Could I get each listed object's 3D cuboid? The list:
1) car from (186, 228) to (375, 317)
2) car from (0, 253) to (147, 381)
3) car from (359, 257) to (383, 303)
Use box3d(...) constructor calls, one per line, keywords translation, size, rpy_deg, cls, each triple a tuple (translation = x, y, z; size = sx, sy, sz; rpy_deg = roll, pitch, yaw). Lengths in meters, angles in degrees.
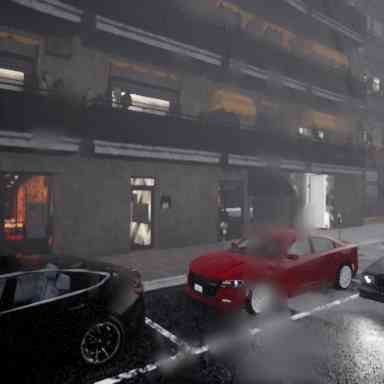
box3d(translation=(1.952, 1.543, 7.484), size=(4.507, 1.381, 1.887), rpy_deg=(0, 1, -36), cls="car")
box3d(translation=(-2.664, 1.566, 4.191), size=(4.313, 1.339, 1.947), rpy_deg=(0, 1, -36), cls="car")
box3d(translation=(5.771, 1.544, 7.191), size=(5.357, 1.411, 2.033), rpy_deg=(0, 0, -36), cls="car")
